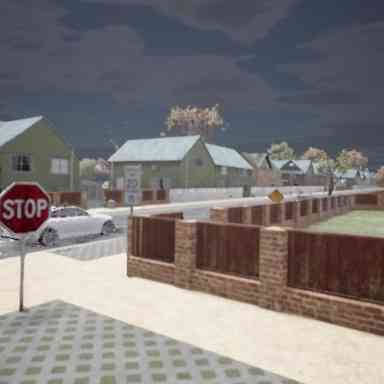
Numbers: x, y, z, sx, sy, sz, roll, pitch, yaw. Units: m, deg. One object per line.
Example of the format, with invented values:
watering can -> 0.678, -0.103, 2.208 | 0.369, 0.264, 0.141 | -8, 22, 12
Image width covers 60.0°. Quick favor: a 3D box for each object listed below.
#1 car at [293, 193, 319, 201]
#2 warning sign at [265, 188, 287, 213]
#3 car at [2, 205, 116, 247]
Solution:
car -> 14.130, 0.730, 40.903 | 1.895, 1.301, 4.718 | 3, 3, 36
warning sign -> 6.534, 0.647, 25.833 | 1.300, 1.860, 1.060 | 2, 1, 35
car -> -5.259, 1.243, 13.719 | 1.812, 1.442, 4.674 | 2, 2, 33
